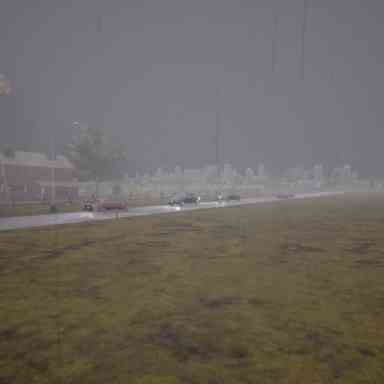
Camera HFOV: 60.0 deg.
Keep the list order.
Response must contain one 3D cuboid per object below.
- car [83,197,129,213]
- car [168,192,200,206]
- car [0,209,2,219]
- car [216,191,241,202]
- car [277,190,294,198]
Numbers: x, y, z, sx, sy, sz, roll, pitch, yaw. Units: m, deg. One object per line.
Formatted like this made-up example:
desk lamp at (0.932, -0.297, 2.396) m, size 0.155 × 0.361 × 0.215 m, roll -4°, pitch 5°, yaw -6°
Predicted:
car at (-7.796, 1.129, 30.317) m, size 1.994 × 1.385 × 4.181 m, roll 1°, pitch 2°, yaw 36°
car at (-0.919, 0.832, 39.791) m, size 1.837 × 1.490 × 4.892 m, roll 1°, pitch 2°, yaw 36°
car at (-14.461, 1.354, 21.120) m, size 1.994 × 1.385 × 4.181 m, roll 1°, pitch 2°, yaw 36°
car at (5.341, 0.597, 48.357) m, size 2.128 × 1.511 × 4.902 m, roll 1°, pitch 2°, yaw 36°
car at (16.626, 0.397, 58.980) m, size 1.994 × 1.385 × 4.181 m, roll 1°, pitch 2°, yaw 36°
